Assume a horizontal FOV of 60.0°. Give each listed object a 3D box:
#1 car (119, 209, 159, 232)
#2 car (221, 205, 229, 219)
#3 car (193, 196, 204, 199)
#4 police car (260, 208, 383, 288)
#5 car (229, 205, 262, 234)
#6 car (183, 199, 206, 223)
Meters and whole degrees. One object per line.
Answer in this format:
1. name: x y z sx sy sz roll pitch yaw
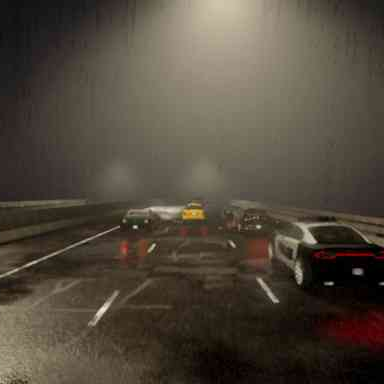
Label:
1. car: -3.245 1.757 21.465 1.895 1.301 4.718 0 0 1
2. car: 3.807 1.841 31.394 1.895 1.301 4.718 0 0 1
3. car: 1.069 1.692 56.515 2.150 2.045 5.566 0 0 2
4. police car: 3.532 1.496 9.632 1.930 1.638 5.238 0 0 0
5. car: 3.635 1.655 20.443 1.837 1.490 4.892 0 0 1
6. car: 0.214 1.664 27.829 1.801 1.575 5.366 0 -1 1
